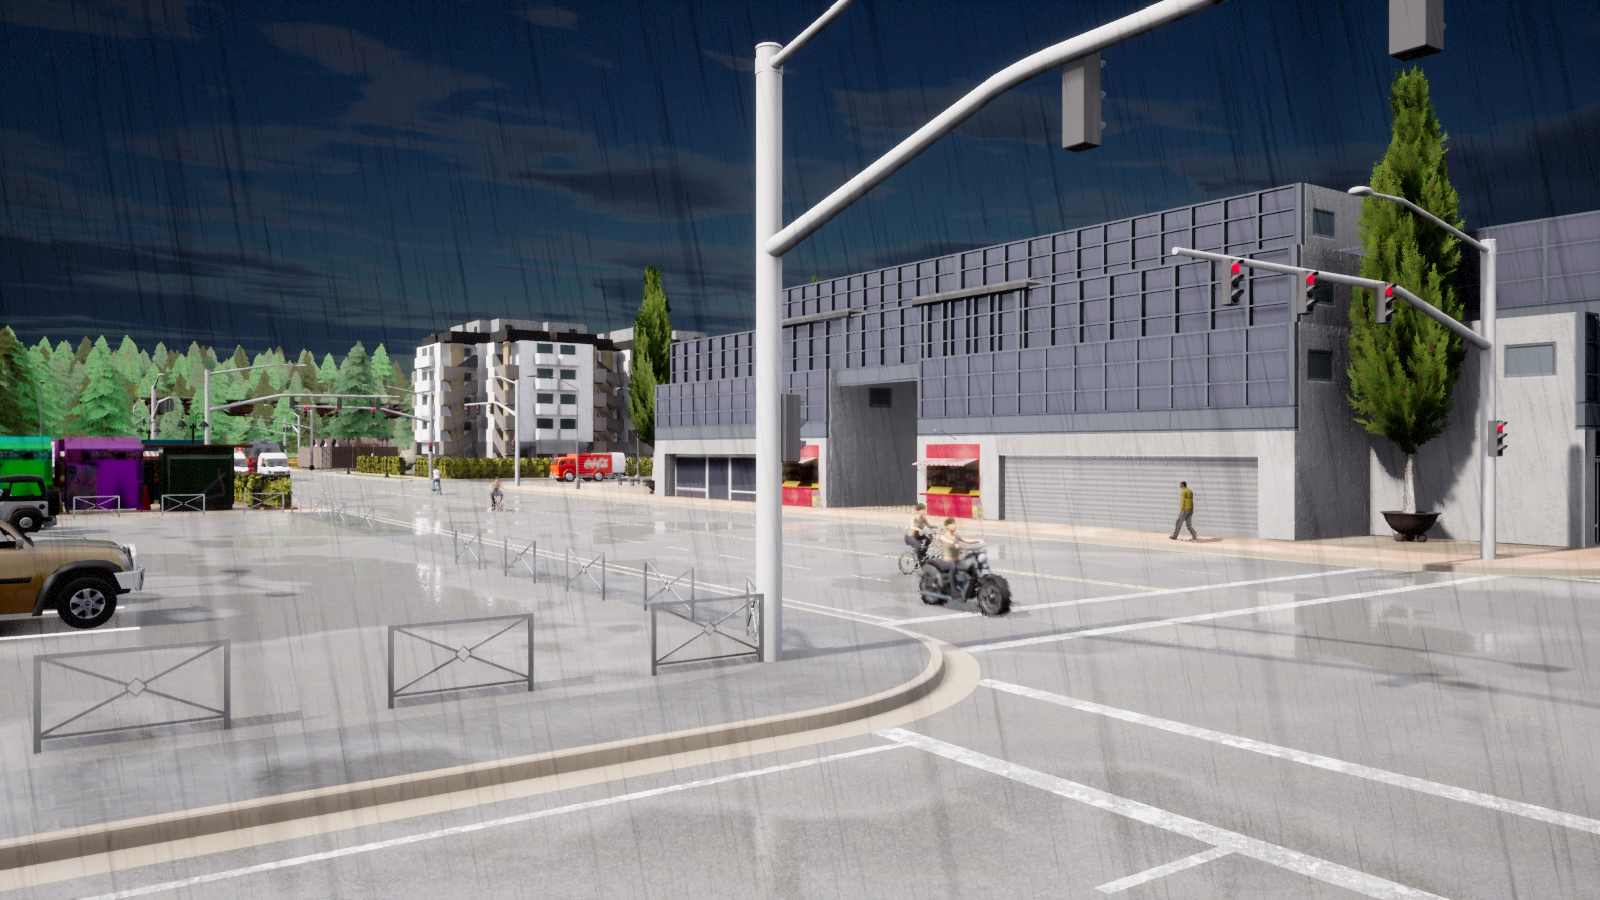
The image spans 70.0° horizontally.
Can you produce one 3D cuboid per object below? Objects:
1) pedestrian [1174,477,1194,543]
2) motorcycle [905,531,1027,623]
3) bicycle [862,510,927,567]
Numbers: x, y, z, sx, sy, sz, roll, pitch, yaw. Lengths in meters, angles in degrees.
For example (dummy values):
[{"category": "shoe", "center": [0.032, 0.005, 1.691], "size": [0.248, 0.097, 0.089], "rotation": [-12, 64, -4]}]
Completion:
[{"category": "pedestrian", "center": [10.976, 1.696, 32.682], "size": [0.375, 1.860, 0.375], "rotation": [0, 0, -28]}, {"category": "motorcycle", "center": [2.824, 2.155, 19.751], "size": [0.764, 1.307, 2.356], "rotation": [-1, 1, -31]}, {"category": "bicycle", "center": [2.330, 2.158, 28.245], "size": [0.859, 1.276, 1.487], "rotation": [0, 0, -33]}]
